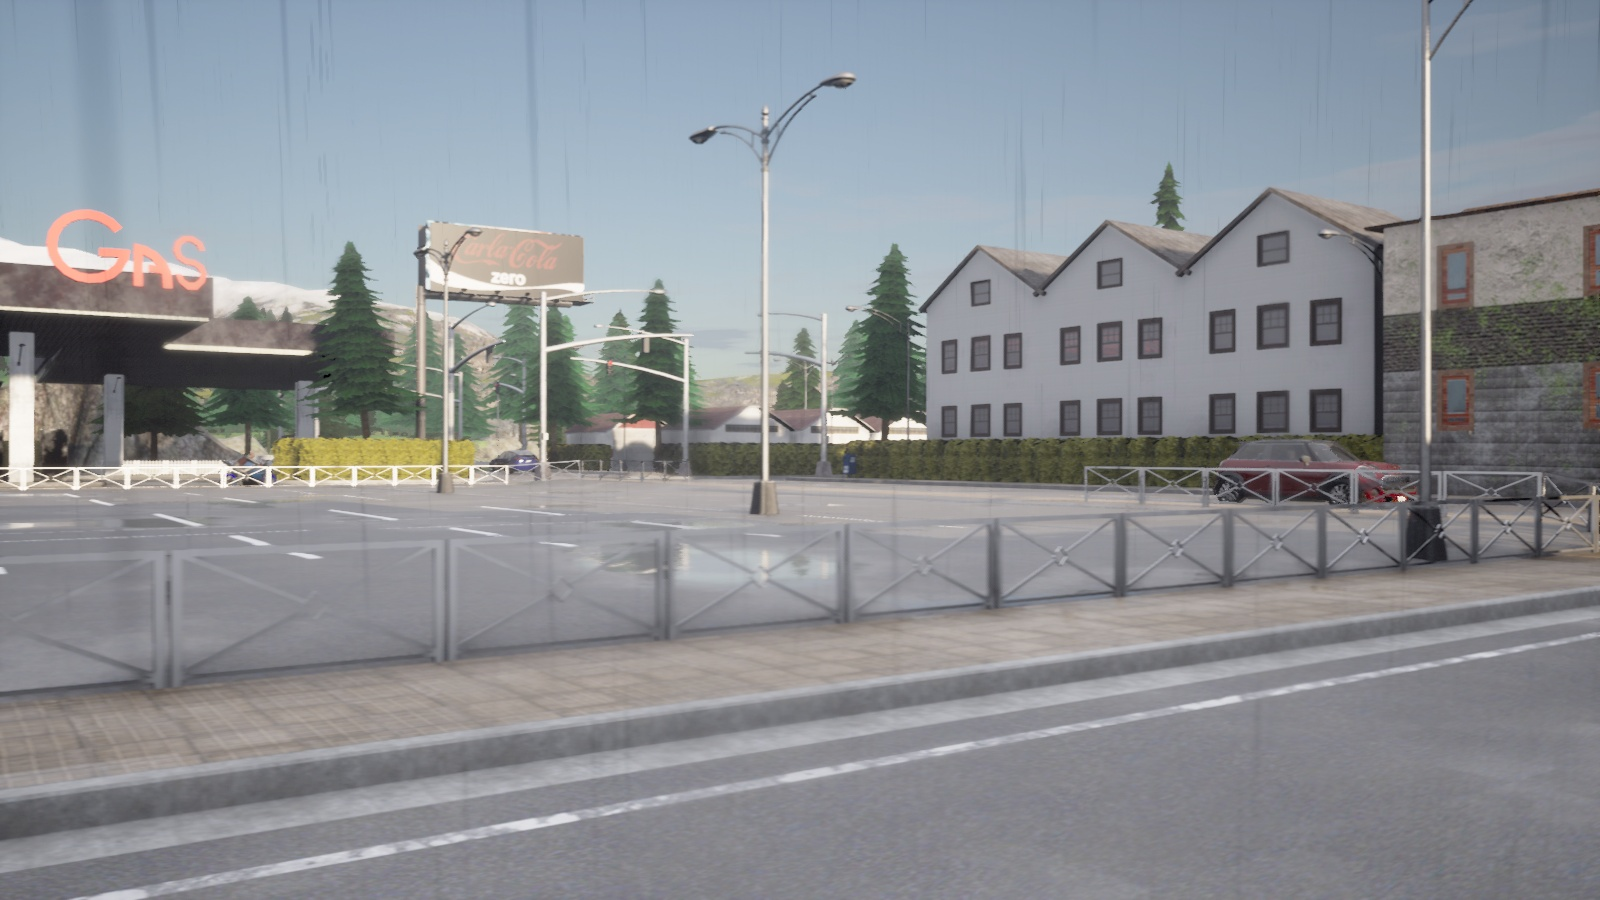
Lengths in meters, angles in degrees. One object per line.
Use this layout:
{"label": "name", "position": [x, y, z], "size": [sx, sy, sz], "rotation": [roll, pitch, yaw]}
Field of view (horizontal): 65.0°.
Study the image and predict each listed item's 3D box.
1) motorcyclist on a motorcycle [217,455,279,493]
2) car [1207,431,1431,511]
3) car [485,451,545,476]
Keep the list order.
{"label": "motorcyclist on a motorcycle", "position": [-22.831, 0.971, 51.951], "size": [2.191, 1.530, 0.866], "rotation": [0, 0, -35]}
{"label": "car", "position": [12.370, 0.474, 30.209], "size": [2.097, 1.767, 4.553], "rotation": [0, 0, -35]}
{"label": "car", "position": [-18.337, 0.820, 80.691], "size": [2.163, 1.488, 4.792], "rotation": [-1, 1, -34]}
